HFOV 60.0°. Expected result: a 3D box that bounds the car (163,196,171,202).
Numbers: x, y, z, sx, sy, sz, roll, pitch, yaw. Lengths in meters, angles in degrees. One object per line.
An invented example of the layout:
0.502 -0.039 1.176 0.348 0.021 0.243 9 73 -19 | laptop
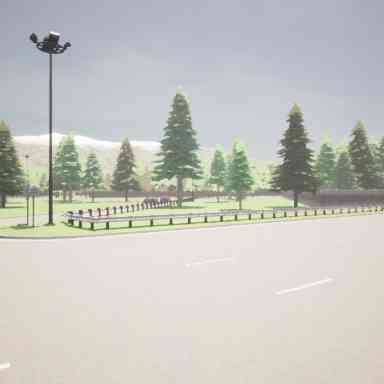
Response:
-5.586 1.525 69.768 1.812 1.442 4.674 0 0 5 | car

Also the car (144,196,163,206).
-6.878 1.489 56.428 2.128 1.511 4.902 0 0 6 | car
